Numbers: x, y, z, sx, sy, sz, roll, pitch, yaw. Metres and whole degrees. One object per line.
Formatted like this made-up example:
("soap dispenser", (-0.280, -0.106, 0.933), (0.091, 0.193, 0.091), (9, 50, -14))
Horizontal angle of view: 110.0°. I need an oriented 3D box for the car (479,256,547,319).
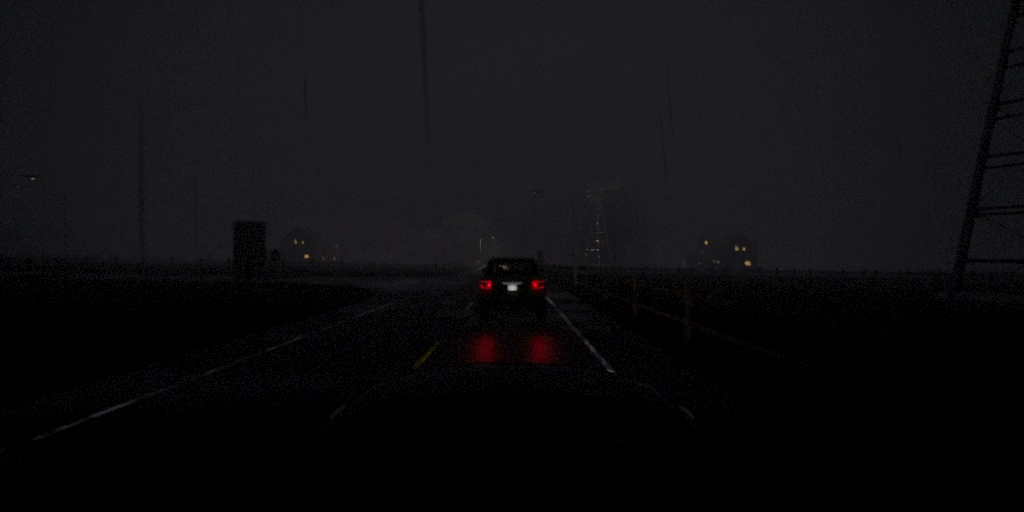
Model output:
("car", (0.032, 1.031, 13.252), (2.150, 2.045, 5.566), (0, 0, 0))
